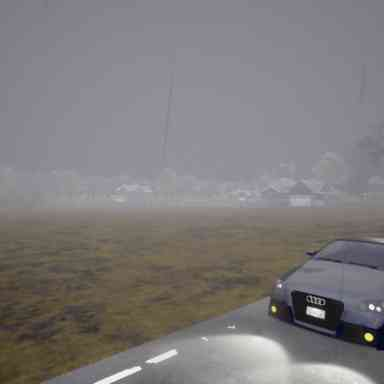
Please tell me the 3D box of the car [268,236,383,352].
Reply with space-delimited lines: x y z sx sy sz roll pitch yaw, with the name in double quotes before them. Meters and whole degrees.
"car" 3.241 1.573 6.204 4.181 1.385 1.994 0 0 -43
